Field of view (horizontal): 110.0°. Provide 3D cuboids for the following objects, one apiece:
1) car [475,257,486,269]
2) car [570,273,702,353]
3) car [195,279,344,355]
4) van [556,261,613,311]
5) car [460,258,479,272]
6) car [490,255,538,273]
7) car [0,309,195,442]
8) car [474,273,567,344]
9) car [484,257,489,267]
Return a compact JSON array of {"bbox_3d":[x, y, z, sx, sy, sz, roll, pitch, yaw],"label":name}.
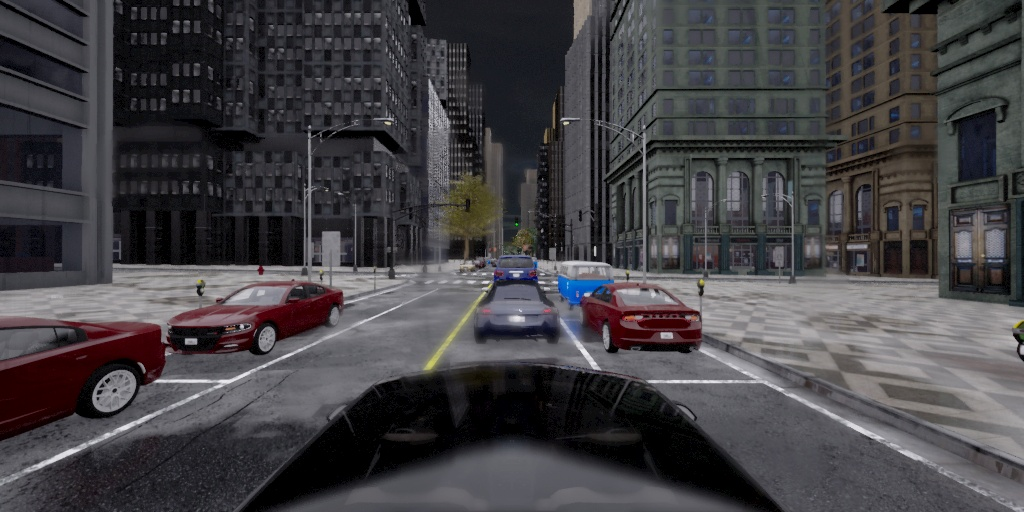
[{"bbox_3d":[-5.718,1.326,57.370,1.888,1.381,4.507,0,0,0],"label":"car"},{"bbox_3d":[2.782,1.296,8.672,1.888,1.381,4.507,0,0,0],"label":"car"},{"bbox_3d":[-5.774,1.296,8.697,1.888,1.381,4.507,0,0,0],"label":"car"},{"bbox_3d":[2.787,1.093,14.197,1.690,1.789,3.998,0,0,0],"label":"van"},{"bbox_3d":[-5.733,1.297,46.620,1.751,1.417,4.829,0,0,0],"label":"car"},{"bbox_3d":[0.134,0.976,19.101,2.150,2.045,5.566,0,0,-1],"label":"car"},{"bbox_3d":[-5.777,1.295,3.172,1.888,1.381,4.507,0,0,0],"label":"car"},{"bbox_3d":[0.108,1.315,9.631,1.994,1.385,4.181,0,0,0],"label":"car"},{"bbox_3d":[-5.714,1.101,62.659,2.192,1.841,5.009,0,0,0],"label":"car"}]
